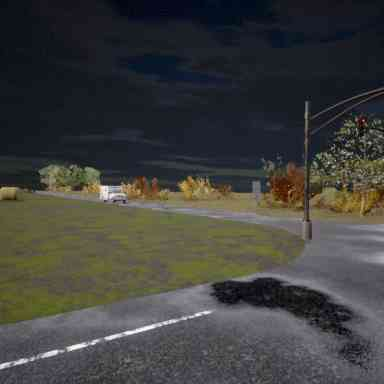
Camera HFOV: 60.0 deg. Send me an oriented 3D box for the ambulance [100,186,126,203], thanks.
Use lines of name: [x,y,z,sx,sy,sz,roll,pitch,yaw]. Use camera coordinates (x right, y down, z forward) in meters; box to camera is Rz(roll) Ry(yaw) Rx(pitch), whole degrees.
ambulance: [-11.873,0.341,50.071,2.351,2.431,6.366,2,0,-32]
